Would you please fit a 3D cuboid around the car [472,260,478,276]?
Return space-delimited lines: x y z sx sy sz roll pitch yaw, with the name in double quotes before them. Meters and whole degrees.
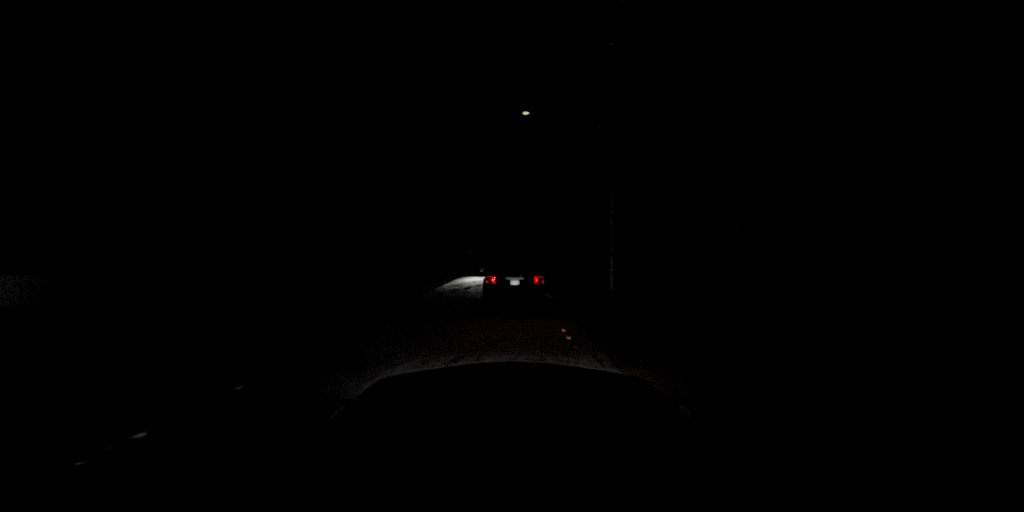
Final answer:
"car" -2.833 1.135 35.746 2.128 1.511 4.902 0 0 0

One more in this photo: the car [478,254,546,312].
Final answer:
"car" 0.097 0.935 14.085 2.150 2.045 5.566 0 0 0
